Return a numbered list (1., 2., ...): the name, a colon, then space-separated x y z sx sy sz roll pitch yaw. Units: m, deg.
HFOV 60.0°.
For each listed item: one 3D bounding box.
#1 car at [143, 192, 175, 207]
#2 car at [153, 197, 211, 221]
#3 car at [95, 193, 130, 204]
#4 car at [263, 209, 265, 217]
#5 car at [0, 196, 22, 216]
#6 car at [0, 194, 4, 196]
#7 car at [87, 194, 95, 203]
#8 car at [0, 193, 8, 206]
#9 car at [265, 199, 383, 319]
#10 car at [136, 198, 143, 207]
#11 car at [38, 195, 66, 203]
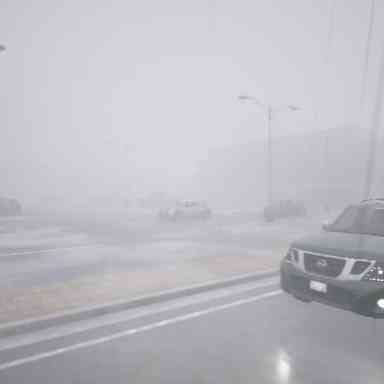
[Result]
1. car: -3.252 0.999 41.509 4.605 1.855 1.932 0 0 -35
2. car: -0.516 1.321 24.389 3.806 1.475 1.970 0 0 -35
3. car: -12.577 1.056 54.146 5.027 1.636 2.152 0 0 -35
4. car: 7.274 1.276 26.193 3.633 1.501 1.845 0 0 -35
5. car: -16.394 1.307 27.931 3.633 1.501 1.845 0 0 -35
6. car: -22.080 1.285 36.148 4.514 1.523 2.007 0 0 -35
7. car: -16.516 1.136 59.223 3.806 1.475 1.970 0 0 -35
8. car: -28.628 1.080 46.769 4.605 1.855 1.932 0 0 -35
9. car: 4.329 1.187 7.068 5.566 2.045 2.150 0 0 -35
10. car: -5.254 0.980 43.655 3.866 1.878 1.905 0 0 -35
11. car: -24.392 1.234 58.192 4.514 1.523 2.007 0 0 -35
